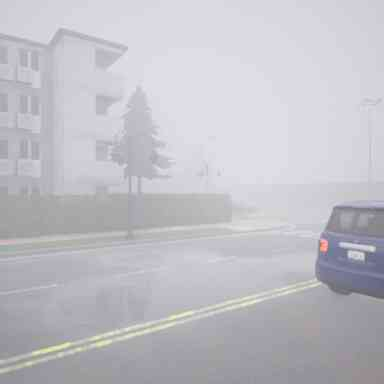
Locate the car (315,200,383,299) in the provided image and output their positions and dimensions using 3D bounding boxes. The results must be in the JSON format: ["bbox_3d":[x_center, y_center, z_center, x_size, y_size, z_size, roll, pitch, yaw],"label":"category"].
[{"bbox_3d":[5.083,1.206,7.424,5.566,2.045,2.150,0,0,-35],"label":"car"}]

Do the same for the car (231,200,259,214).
[{"bbox_3d":[4.401,1.487,34.368,2.033,1.411,5.357,0,0,-35],"label":"car"}]
